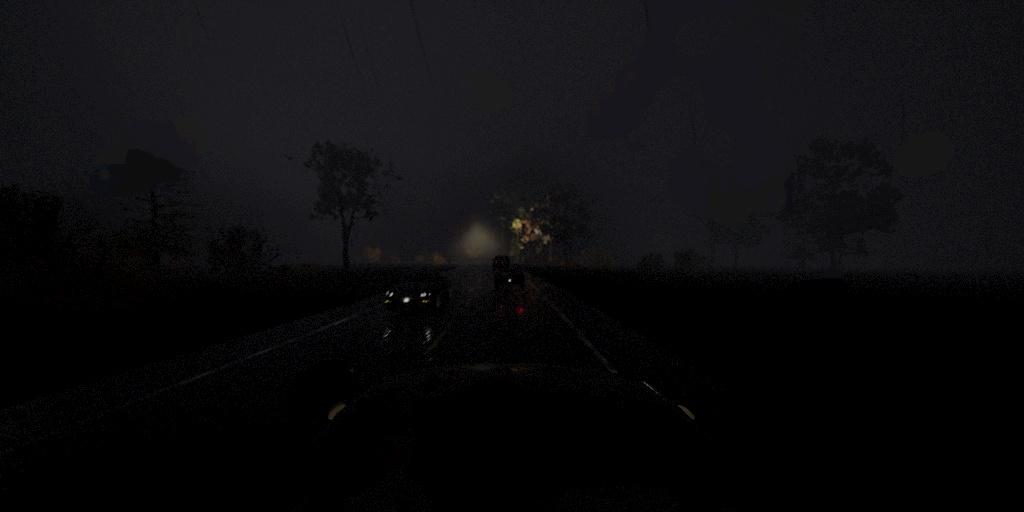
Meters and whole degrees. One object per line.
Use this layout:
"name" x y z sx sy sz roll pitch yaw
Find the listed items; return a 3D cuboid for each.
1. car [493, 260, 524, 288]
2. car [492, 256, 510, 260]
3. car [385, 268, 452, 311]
"car" -0.225 1.246 23.844 2.128 1.511 4.902 0 0 -2
"car" -1.470 0.958 48.476 2.150 2.045 5.566 0 0 -5
"car" -3.620 1.279 14.617 1.837 1.490 4.892 0 -1 -1
